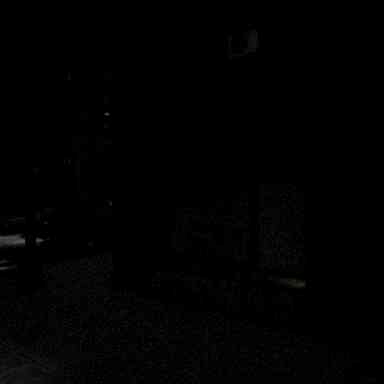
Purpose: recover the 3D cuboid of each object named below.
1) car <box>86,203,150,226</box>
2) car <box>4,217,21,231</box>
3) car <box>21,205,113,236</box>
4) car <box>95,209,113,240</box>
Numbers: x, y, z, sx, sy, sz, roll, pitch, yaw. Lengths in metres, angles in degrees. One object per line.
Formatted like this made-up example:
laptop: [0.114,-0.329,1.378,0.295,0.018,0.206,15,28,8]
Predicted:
car: [-5.375,1.574,24.613,2.008,1.369,4.403,0,0,36]
car: [-8.636,1.544,20.081,1.752,1.417,4.829,0,0,36]
car: [-6.624,1.535,18.594,1.812,1.442,4.674,0,0,36]
car: [-2.028,1.555,15.524,1.947,1.339,4.313,0,0,36]
